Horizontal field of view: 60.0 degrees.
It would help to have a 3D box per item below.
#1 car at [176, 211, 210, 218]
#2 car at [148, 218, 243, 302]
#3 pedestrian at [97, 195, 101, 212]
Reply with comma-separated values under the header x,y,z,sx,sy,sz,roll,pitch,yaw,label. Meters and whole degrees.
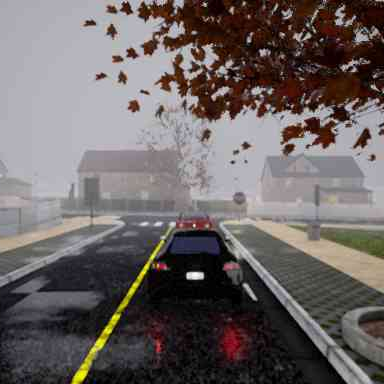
x,y,z,sx,sy,sz,roll,pitch,yaw,label
0.062,1.666,18.355,1.895,1.301,4.718,0,0,-1,car
0.091,1.594,8.413,1.994,1.385,4.181,0,0,1,car
-9.709,1.141,34.559,0.375,1.860,0.375,0,-2,0,pedestrian
